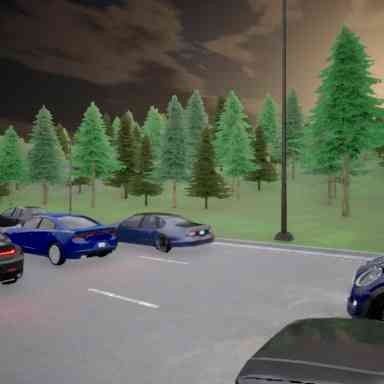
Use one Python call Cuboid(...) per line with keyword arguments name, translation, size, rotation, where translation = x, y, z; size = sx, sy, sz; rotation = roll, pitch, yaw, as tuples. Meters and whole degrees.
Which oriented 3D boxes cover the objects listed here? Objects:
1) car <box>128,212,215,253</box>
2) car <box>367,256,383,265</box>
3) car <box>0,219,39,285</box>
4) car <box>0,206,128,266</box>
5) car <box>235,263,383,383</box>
Cuboid(name="car", translation=(-1.672, 1.547, 13.756), size=(5.357, 1.411, 2.033), rotation=(0, 0, 35))
Cuboid(name="car", translation=(4.795, 1.351, 4.824), size=(4.553, 1.767, 2.097), rotation=(0, 0, 36))
Cuboid(name="car", translation=(-6.083, 1.505, 8.284), size=(4.892, 1.490, 1.837), rotation=(0, 0, 36))
Cuboid(name="car", translation=(-4.797, 1.478, 11.685), size=(5.008, 1.535, 1.882), rotation=(0, 0, 35))
Cuboid(name="car", translation=(2.868, 1.547, 1.885), size=(5.357, 1.411, 2.033), rotation=(0, 0, 36))
